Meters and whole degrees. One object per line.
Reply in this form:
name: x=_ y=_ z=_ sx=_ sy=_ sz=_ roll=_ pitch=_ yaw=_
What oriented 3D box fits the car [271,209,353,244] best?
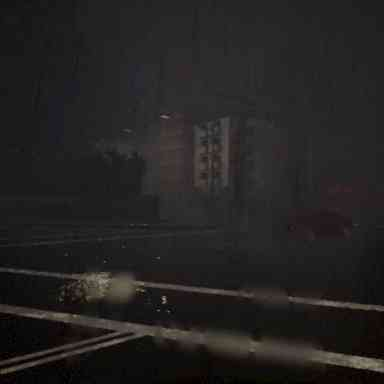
car: x=6.127 y=1.626 z=16.840 sx=5.008 sy=1.535 sz=1.882 roll=1 pitch=0 yaw=-35
